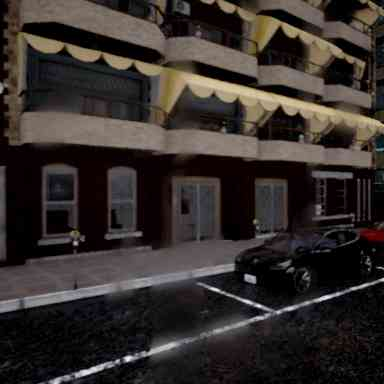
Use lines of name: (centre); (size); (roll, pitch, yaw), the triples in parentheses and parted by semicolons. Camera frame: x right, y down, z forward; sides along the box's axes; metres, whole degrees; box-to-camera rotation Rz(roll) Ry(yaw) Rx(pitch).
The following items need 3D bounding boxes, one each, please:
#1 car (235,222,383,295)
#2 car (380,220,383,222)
car: (3.091, 1.595, 8.775); (4.313, 1.339, 1.947); (0, -1, -36)
car: (7.588, 1.596, 11.984); (4.507, 1.381, 1.887); (0, -1, -36)
